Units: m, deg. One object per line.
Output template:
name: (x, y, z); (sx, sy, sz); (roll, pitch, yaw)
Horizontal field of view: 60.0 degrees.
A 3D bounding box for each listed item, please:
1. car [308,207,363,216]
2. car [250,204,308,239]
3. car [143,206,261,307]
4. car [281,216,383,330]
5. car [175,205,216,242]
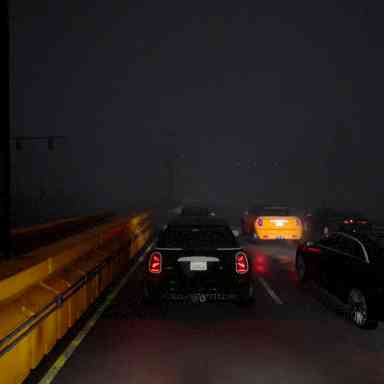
car: (7.157, 1.505, 16.852); (1.837, 1.490, 4.892); (0, 0, 0)
car: (3.655, 1.352, 15.983); (2.097, 1.767, 4.553); (0, 0, 0)
car: (0.125, 1.352, 8.112); (2.097, 1.767, 4.553); (0, 0, 0)
car: (3.621, 1.492, 6.872); (2.128, 1.511, 4.902); (0, 0, 0)
car: (0.158, 1.505, 17.288); (1.837, 1.490, 4.892); (0, 0, 0)
